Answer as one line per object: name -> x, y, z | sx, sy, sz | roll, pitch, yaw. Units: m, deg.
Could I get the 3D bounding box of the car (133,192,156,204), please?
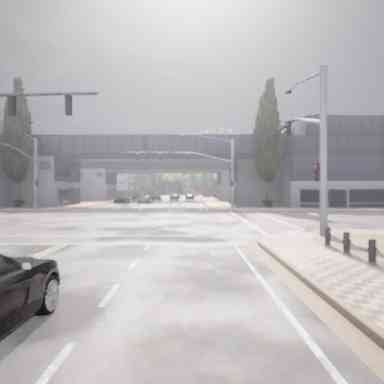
car -> -7.709, 1.180, 54.238 | 2.128, 1.511, 4.902 | 0, 0, 1

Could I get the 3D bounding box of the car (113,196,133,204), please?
car -> -11.214, 1.294, 53.398 | 1.895, 1.301, 4.718 | 0, 0, 1

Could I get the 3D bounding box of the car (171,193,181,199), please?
car -> -3.977, 0.961, 84.443 | 2.128, 1.511, 4.902 | 0, 0, 0

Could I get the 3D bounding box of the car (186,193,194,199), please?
car -> -0.477, 0.979, 84.351 | 1.994, 1.385, 4.181 | 0, 0, 0

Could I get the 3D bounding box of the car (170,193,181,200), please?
car -> -4.032, 1.110, 74.757 | 2.033, 1.411, 5.357 | 0, 0, 0

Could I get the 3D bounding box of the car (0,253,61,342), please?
car -> -3.452, 1.452, 4.404 | 1.882, 1.535, 5.008 | 0, 0, 0

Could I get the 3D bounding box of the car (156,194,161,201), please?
car -> -7.558, 1.075, 70.181 | 1.882, 1.535, 5.008 | 0, 0, 0

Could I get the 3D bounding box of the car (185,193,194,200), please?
car -> -0.525, 1.116, 76.066 | 1.994, 1.385, 4.181 | 0, 0, 0
